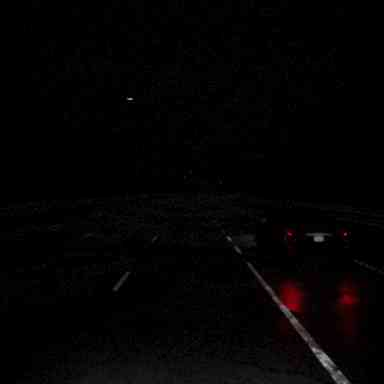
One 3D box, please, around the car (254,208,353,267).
[{"bbox_3d":[3.521,1.312,11.380,2.097,1.767,4.553,0,0,0],"label":"car"}]
